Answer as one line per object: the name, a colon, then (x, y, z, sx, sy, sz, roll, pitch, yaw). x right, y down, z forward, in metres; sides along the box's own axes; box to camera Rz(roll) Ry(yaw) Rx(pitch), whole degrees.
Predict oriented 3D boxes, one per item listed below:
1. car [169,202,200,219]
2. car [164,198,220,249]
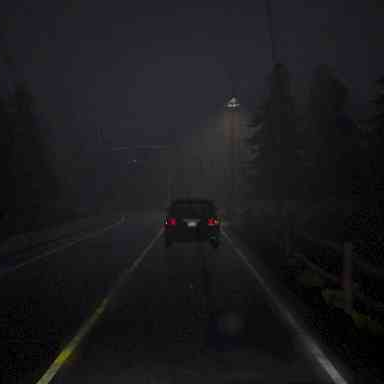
car: (-0.781, 1.614, 30.003, 1.895, 1.301, 4.718, 0, 0, -13)
car: (0.000, 1.255, 14.673, 2.150, 2.045, 5.566, 0, 0, 0)
